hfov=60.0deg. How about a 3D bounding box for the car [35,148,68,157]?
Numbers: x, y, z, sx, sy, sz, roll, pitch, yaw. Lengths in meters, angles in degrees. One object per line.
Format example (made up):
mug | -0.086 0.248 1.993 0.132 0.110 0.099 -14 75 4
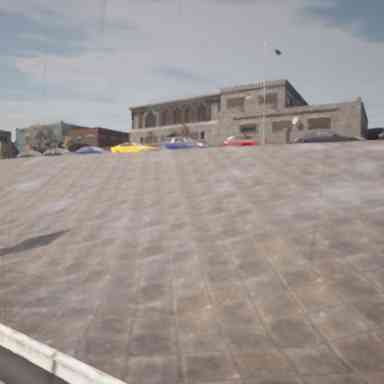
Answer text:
car | -14.701 -4.081 36.928 4.892 1.521 2.231 1 1 34

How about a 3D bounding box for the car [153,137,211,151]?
car | -0.592 -3.848 28.149 4.553 1.767 2.185 1 1 31

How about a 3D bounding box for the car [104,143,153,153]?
car | -5.345 -3.843 30.968 5.008 1.535 2.097 1 1 32

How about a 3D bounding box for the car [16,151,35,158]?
car | -19.266 -4.179 40.030 4.892 1.521 2.231 1 1 34

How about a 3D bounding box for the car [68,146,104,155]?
car | -10.056 -3.925 33.898 4.674 1.452 2.002 1 1 33

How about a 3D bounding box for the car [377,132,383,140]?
car | 14.092 -3.356 20.279 4.892 1.521 2.231 1 1 27

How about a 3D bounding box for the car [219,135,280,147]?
car | 4.399 -3.568 25.348 4.792 1.488 2.163 1 1 29

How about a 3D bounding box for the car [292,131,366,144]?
car | 9.261 -3.437 22.739 4.674 1.452 2.002 1 1 28
